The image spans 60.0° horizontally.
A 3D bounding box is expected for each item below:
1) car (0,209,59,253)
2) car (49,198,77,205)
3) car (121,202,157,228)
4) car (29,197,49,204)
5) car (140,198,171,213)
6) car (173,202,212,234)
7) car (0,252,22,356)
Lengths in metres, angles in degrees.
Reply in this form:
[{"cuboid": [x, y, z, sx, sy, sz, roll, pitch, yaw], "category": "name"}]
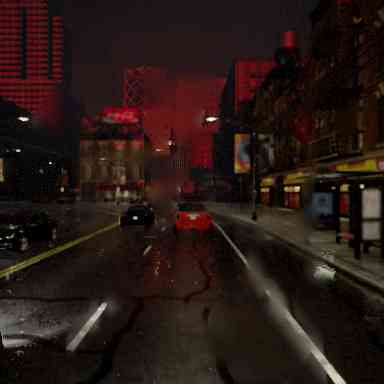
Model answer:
[{"cuboid": [-7.153, 1.528, 13.811, 1.837, 1.490, 4.892, 0, 0, -1], "category": "car"}, {"cuboid": [-23.949, 1.697, 62.324, 4.718, 1.301, 1.895, 0, 0, 30], "category": "car"}, {"cuboid": [-3.664, 1.602, 22.763, 1.994, 1.385, 4.181, 0, 0, -4], "category": "car"}, {"cuboid": [-29.252, 1.625, 64.495, 4.674, 1.452, 2.002, 0, 0, 20], "category": "car"}, {"cuboid": [-3.937, 1.554, 37.854, 2.128, 1.511, 4.902, 0, 0, -24], "category": "car"}, {"cuboid": [-0.010, 1.384, 19.651, 2.097, 1.767, 4.553, 0, 0, -2], "category": "car"}, {"cuboid": [-3.400, 1.568, 2.569, 1.994, 1.385, 4.181, 0, 0, 0], "category": "car"}]
